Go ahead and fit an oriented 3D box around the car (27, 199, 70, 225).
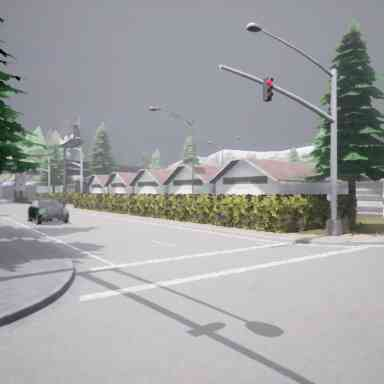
[{"bbox_3d":[-10.526,1.313,24.237,2.097,1.767,4.553,0,0,-36],"label":"car"}]
